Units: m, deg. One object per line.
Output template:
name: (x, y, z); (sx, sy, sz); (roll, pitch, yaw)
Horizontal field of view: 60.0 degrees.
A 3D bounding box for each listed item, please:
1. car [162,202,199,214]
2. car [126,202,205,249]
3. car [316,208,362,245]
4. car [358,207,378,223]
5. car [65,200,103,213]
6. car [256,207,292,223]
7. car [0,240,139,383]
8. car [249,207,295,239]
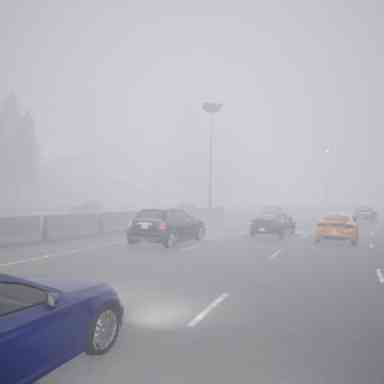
car: (-1.367, 2.001, 43.529); (2.033, 1.411, 5.357); (1, -1, 34)
car: (-1.063, 1.505, 15.735); (2.097, 1.767, 4.553); (1, -1, 25)
car: (7.996, 1.860, 18.137); (1.882, 1.535, 5.008); (1, -1, 28)
car: (17.378, 2.255, 33.365); (2.128, 1.511, 4.902); (1, -1, 35)
car: (-12.529, 1.679, 39.015); (1.812, 1.442, 4.674); (1, -1, 31)
car: (7.976, 2.137, 31.967); (1.895, 1.301, 4.718); (1, -1, 32)
car: (-2.592, 1.508, 3.538); (1.812, 1.442, 4.674); (1, -1, 21)
car: (4.764, 1.851, 19.522); (1.812, 1.442, 4.674); (1, -1, 28)
